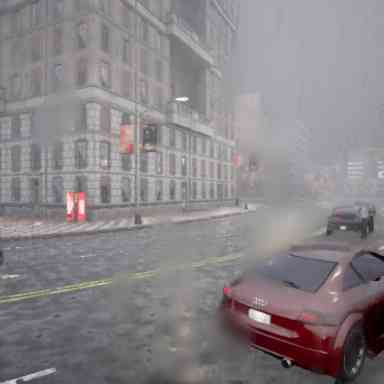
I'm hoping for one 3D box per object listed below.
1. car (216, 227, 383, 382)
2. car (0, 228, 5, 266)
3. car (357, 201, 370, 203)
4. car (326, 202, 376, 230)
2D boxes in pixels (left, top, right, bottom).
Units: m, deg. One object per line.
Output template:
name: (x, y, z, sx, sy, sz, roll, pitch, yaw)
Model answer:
car: (2.382, 1.562, 5.558, 4.181, 1.385, 1.994, 0, 0, -41)
car: (-7.156, 1.213, 7.068, 5.566, 2.045, 2.150, 0, 0, -34)
car: (16.421, 1.550, 31.896, 1.994, 1.385, 4.181, 0, 0, 28)
car: (8.596, 1.494, 17.958, 1.837, 1.490, 4.892, 0, -1, 34)
